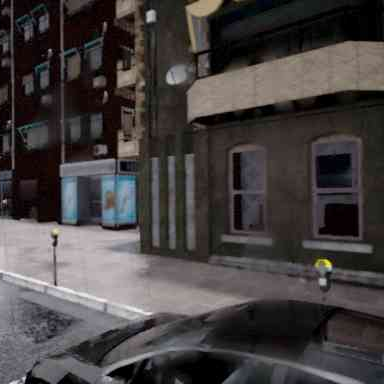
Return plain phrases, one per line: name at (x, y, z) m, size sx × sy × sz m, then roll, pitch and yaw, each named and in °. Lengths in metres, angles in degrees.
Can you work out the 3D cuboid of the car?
car at (0.514, 1.565, 2.523) m, size 4.313 × 1.339 × 1.947 m, roll 0°, pitch -1°, yaw 36°
